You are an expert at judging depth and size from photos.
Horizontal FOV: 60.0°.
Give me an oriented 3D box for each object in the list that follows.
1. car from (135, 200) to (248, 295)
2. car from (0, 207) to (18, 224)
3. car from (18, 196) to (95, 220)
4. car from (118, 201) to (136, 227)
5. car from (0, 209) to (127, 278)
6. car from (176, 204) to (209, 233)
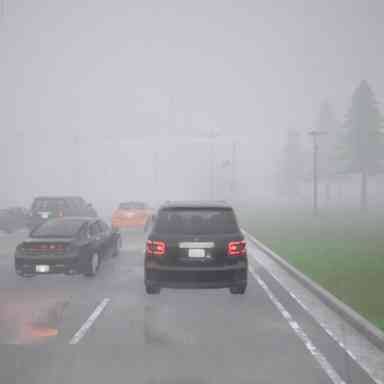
[{"bbox_3d":[0.069,1.222,8.845,2.150,2.045,5.566,0,0,0],"label":"car"},{"bbox_3d":[-10.483,1.547,19.209,2.033,1.411,5.357,0,0,0],"label":"car"},{"bbox_3d":[-6.976,1.223,18.419,2.150,2.045,5.566,0,0,0],"label":"car"},{"bbox_3d":[-3.486,1.350,20.636,2.097,1.767,4.553,0,0,0],"label":"car"},{"bbox_3d":[-3.453,1.505,10.096,1.837,1.490,4.892,0,0,0],"label":"car"},{"bbox_3d":[0.017,1.525,20.478,1.812,1.442,4.674,0,0,0],"label":"car"}]
